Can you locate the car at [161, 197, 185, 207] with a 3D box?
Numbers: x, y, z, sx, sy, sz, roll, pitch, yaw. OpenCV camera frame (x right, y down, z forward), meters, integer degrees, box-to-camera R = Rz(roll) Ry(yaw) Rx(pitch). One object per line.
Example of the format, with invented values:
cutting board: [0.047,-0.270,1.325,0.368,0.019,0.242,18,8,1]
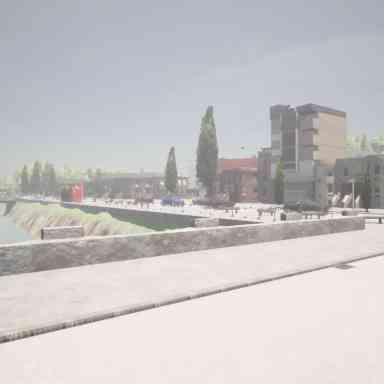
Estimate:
car: [-3.013,1.477,52.335,1.882,1.535,5.008,0,0,-35]

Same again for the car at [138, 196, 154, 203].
car: [-9.805,1.546,68.972,2.033,1.411,5.357,0,0,-36]

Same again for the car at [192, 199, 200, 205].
car: [2.154,1.547,52.284,2.033,1.411,5.357,0,0,-36]

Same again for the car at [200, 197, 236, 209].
car: [3.565,1.506,43.117,1.837,1.490,4.892,0,0,-36]

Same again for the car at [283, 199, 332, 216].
car: [11.198,1.505,32.464,1.837,1.490,4.892,0,0,-36]
